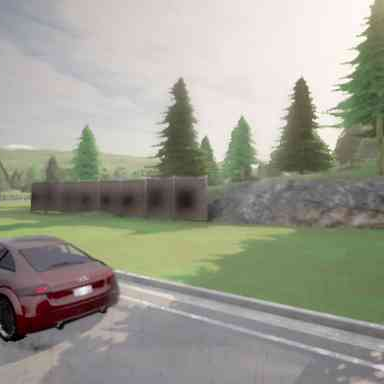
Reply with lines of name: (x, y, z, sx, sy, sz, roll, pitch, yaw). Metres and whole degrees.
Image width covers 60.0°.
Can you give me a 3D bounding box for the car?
car: (-3.379, 1.567, 6.551, 4.181, 1.385, 1.994, 0, 0, 36)
